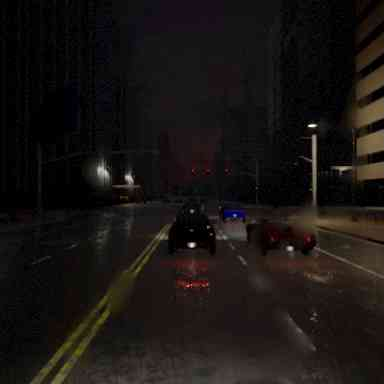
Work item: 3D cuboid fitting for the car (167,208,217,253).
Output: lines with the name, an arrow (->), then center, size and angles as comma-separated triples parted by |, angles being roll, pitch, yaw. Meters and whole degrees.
car -> 0.004, 1.647, 14.293 | 1.837, 1.490, 4.892 | 0, 0, 0

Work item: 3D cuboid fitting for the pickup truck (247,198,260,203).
pickup truck -> 16.616, 1.905, 87.878 | 2.390, 2.098, 6.274 | 0, -1, 31

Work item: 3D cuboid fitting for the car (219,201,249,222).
car -> 3.506, 1.762, 29.454 | 1.882, 1.535, 5.008 | 0, 0, 0

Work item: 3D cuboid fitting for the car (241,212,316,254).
car -> 3.502, 1.737, 14.089 | 1.895, 1.301, 4.718 | 0, -1, 0

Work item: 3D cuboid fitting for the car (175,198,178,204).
car -> -3.505, 2.412, 89.076 | 1.994, 1.385, 4.181 | 0, -1, 0

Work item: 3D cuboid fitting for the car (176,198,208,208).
car -> -0.014, 1.631, 29.061 | 2.097, 1.767, 4.553 | 0, -1, 0

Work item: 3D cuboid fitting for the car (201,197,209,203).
car -> 3.495, 2.418, 91.233 | 1.994, 1.385, 4.181 | 0, -1, 0

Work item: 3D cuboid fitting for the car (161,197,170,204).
car -> -7.005, 2.215, 89.108 | 2.097, 1.767, 4.553 | 0, -1, 0
